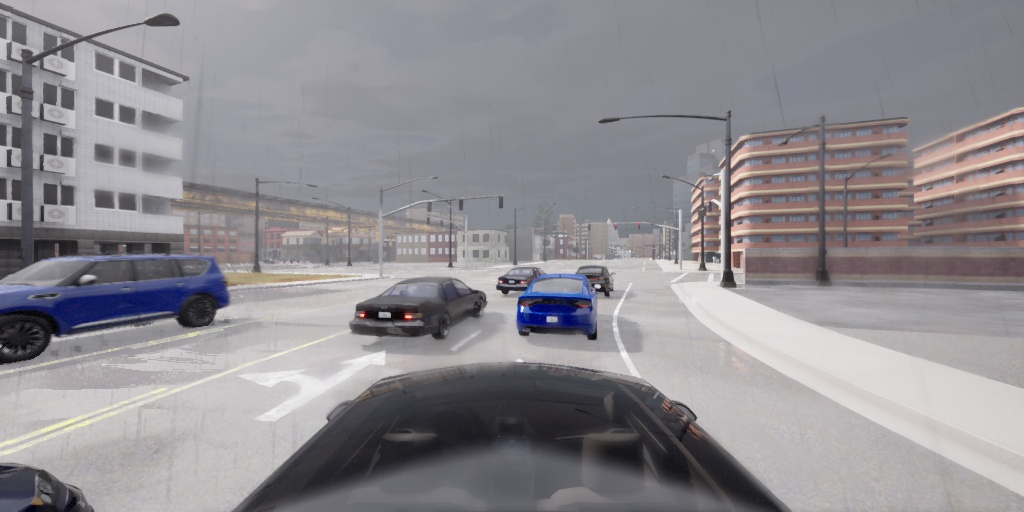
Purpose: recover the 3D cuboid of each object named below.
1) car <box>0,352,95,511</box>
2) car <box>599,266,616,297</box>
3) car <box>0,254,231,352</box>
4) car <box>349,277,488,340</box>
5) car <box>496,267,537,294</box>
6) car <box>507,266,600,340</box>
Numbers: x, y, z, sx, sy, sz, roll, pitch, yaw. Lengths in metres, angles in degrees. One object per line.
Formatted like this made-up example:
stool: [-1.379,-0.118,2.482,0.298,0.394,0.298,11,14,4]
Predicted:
car: [-3.228,1.314,0.165,1.994,1.385,4.181,0,0,-2]
car: [4.365,1.255,19.127,1.837,1.490,4.892,0,0,19]
car: [-9.884,0.971,8.557,2.150,2.045,5.566,0,0,10]
car: [-2.202,1.297,10.075,2.033,1.411,5.357,0,0,12]
car: [0.847,1.297,19.673,2.033,1.411,5.357,0,0,20]
car: [1.459,1.228,10.197,1.882,1.535,5.008,0,0,14]
